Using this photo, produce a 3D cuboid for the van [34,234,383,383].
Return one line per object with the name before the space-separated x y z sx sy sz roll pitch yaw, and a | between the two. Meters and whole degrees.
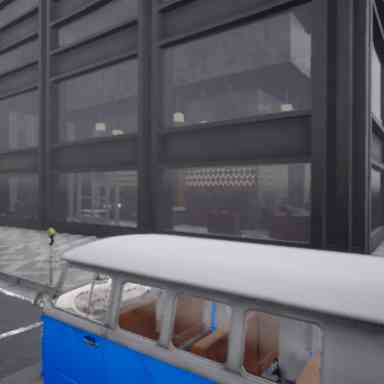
van | 0.390 1.340 2.682 3.998 1.788 1.690 0 0 35
